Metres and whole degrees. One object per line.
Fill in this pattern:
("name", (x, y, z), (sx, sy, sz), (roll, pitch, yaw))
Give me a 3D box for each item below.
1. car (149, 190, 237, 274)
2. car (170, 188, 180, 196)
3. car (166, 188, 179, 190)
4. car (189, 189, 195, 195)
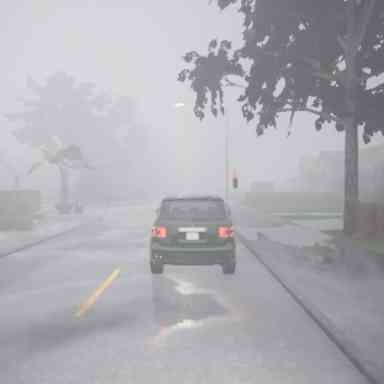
("car", (0.037, 1.056, 10.135), (2.150, 2.045, 5.566), (0, 1, 0))
("car", (-4.005, -0.050, 79.977), (2.150, 2.045, 5.566), (0, 1, 0))
("car", (-4.021, 0.202, 64.165), (2.150, 2.045, 5.566), (0, 1, 0))
("car", (-0.005, -0.056, 89.080), (1.812, 1.442, 4.674), (0, 1, 0))
